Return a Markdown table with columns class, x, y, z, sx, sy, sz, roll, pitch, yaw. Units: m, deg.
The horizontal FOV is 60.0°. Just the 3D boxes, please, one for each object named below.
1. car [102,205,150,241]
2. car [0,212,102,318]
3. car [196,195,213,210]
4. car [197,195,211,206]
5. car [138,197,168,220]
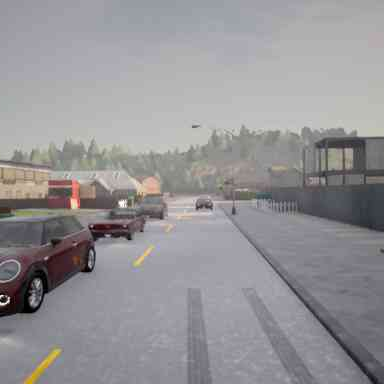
| class | x | y | z | sx | sy | sz | roll | pitch | yaw |
| --- | --- | --- | --- | --- | --- | --- | --- | --- | --- |
| car | -3.550 | 1.549 | 16.529 | 1.895 | 1.301 | 4.718 | -1 | 0 | 2 |
| car | -3.873 | 1.355 | 7.609 | 2.097 | 1.767 | 4.553 | -1 | 0 | 2 |
| car | 1.393 | 1.377 | 37.812 | 1.895 | 1.301 | 4.718 | -1 | 0 | 2 |
| car | 1.749 | 1.190 | 48.314 | 1.882 | 1.535 | 5.008 | -1 | 0 | 3 |
| car | -3.171 | 1.239 | 26.680 | 2.097 | 1.767 | 4.553 | -1 | 0 | 2 |
